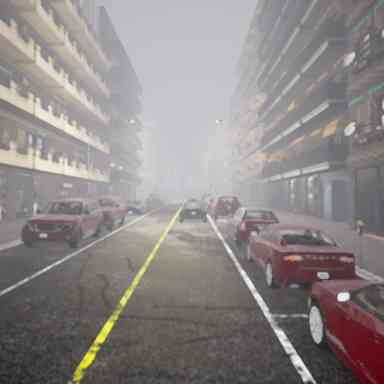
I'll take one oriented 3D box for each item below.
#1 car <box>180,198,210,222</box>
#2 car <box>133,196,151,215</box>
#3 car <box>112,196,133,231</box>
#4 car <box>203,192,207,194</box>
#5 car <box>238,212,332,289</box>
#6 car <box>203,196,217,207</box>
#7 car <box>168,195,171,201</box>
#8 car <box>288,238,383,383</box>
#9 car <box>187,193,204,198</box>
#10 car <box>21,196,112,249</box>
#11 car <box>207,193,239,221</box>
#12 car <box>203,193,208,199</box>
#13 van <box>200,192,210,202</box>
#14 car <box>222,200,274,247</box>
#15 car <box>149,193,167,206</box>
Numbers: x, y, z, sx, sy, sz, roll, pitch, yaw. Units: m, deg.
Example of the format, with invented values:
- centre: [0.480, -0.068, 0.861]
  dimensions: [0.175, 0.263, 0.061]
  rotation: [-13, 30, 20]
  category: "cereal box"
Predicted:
- centre: [0.099, 1.405, 25.037]
  dimensions: [1.994, 1.385, 4.181]
  rotation: [0, 0, 0]
  category: "car"
- centre: [-5.299, 1.373, 30.968]
  dimensions: [1.947, 1.339, 4.313]
  rotation: [1, 0, 0]
  category: "car"
- centre: [-5.292, 1.186, 19.903]
  dimensions: [2.192, 1.841, 5.009]
  rotation: [1, 0, 0]
  category: "car"
- centre: [2.550, 0.997, 58.564]
  dimensions: [2.192, 1.841, 5.009]
  rotation: [1, 0, 0]
  category: "car"
- centre: [2.584, 1.485, 8.784]
  dimensions: [1.887, 1.381, 4.507]
  rotation: [1, 0, 0]
  category: "car"
- centre: [2.546, 1.308, 47.503]
  dimensions: [1.802, 1.307, 4.206]
  rotation: [1, 0, 0]
  category: "car"
- centre: [-5.303, 1.227, 69.682]
  dimensions: [1.802, 1.307, 4.206]
  rotation: [1, 0, 0]
  category: "car"
- centre: [2.584, 1.522, 3.254]
  dimensions: [1.887, 1.381, 4.507]
  rotation: [1, 0, 0]
  category: "car"
- centre: [0.099, 1.244, 41.787]
  dimensions: [2.128, 1.511, 4.902]
  rotation: [0, 0, 0]
  category: "car"
- centre: [-5.292, 1.220, 14.374]
  dimensions: [2.192, 1.841, 5.009]
  rotation: [1, 0, 0]
  category: "car"
- centre: [2.554, 1.153, 25.375]
  dimensions: [2.192, 1.841, 5.009]
  rotation: [1, 0, 0]
  category: "car"
- centre: [2.549, 1.219, 36.439]
  dimensions: [1.967, 1.590, 4.097]
  rotation: [1, 0, 0]
  category: "car"
- centre: [2.549, 1.004, 64.096]
  dimensions: [1.690, 1.788, 3.998]
  rotation: [1, 0, 0]
  category: "van"
- centre: [2.593, 1.346, 14.315]
  dimensions: [1.967, 1.590, 4.097]
  rotation: [1, 0, 0]
  category: "car"
- centre: [-5.295, 1.041, 47.556]
  dimensions: [2.192, 1.841, 5.009]
  rotation: [1, 0, 0]
  category: "car"
